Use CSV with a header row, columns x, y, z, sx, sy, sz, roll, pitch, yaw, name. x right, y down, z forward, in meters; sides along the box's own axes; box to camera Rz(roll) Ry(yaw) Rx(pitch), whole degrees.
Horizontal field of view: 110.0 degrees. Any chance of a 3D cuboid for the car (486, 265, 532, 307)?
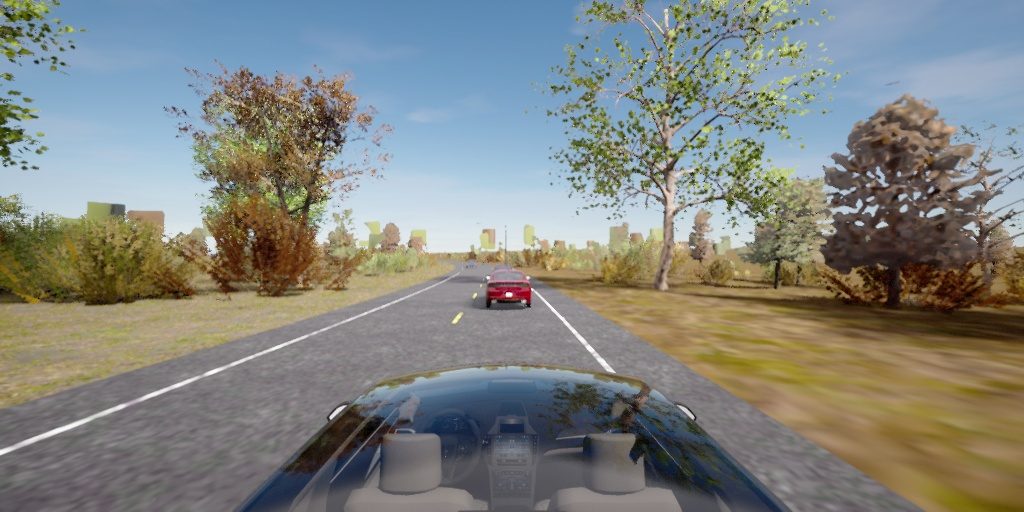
x,y,z,sx,sy,sz,roll,pitch,yaw,name
-0.173,1.356,16.374,1.882,1.535,5.008,0,0,-1,car
